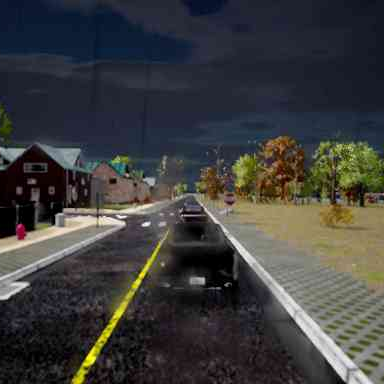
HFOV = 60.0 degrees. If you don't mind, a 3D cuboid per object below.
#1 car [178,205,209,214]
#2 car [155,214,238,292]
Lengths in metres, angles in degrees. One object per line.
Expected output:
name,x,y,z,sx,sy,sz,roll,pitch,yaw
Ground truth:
car,0.085,1.622,22.031,2.128,1.511,4.902,0,0,0
car,0.095,1.557,9.050,1.837,1.490,4.892,0,-1,0
